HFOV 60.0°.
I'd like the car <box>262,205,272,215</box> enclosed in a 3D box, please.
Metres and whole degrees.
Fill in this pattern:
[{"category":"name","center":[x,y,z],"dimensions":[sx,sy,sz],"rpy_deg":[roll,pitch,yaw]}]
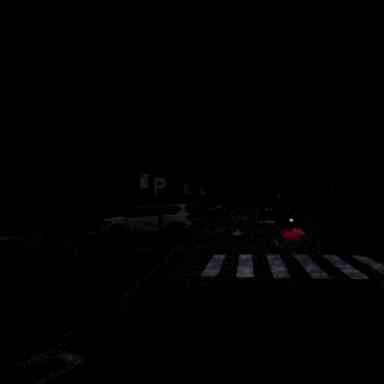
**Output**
[{"category":"car","center":[11.211,2.514,48.118],"dimensions":[2.033,1.411,5.357],"rpy_deg":[-1,-2,8]}]

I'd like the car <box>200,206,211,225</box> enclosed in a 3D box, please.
[{"category":"car","center":[-1.571,2.163,26.191],"dimensions":[5.366,1.575,1.946],"rpy_deg":[-2,-2,-11]}]

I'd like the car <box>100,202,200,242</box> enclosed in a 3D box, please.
[{"category":"car","center":[-2.691,1.791,20.206],"dimensions":[5.566,2.045,2.435],"rpy_deg":[-2,-1,-11]}]

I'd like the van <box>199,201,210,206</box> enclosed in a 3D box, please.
[{"category":"van","center":[-0.963,2.079,32.069],"dimensions":[4.442,1.987,1.878],"rpy_deg":[-2,-1,-11]}]

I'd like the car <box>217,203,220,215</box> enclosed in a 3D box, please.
[{"category":"car","center":[0.542,2.536,40.993],"dimensions":[4.674,1.452,2.002],"rpy_deg":[-2,-2,-11]}]

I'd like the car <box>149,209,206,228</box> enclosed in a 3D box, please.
[{"category":"car","center":[-1.302,2.277,29.125],"dimensions":[4.674,1.452,2.002],"rpy_deg":[-2,-2,-11]}]

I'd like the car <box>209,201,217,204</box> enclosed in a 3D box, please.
[{"category":"car","center":[0.042,2.306,38.031],"dimensions":[4.553,1.767,2.185],"rpy_deg":[-2,-2,-11]}]

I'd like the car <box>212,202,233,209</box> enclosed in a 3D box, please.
[{"category":"car","center":[8.116,3.632,88.475],"dimensions":[5.366,1.575,1.946],"rpy_deg":[-2,-2,-11]}]

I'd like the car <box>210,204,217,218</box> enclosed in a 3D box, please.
[{"category":"car","center":[-0.375,2.365,35.055],"dimensions":[5.008,1.535,2.097],"rpy_deg":[-2,-1,-11]}]

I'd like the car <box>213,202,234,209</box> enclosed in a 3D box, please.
[{"category":"car","center":[8.566,3.708,91.441],"dimensions":[5.366,1.575,1.946],"rpy_deg":[-2,-2,-11]}]

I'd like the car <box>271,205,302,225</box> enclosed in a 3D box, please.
[{"category":"car","center":[8.306,2.047,28.973],"dimensions":[1.837,1.490,4.892],"rpy_deg":[-1,-1,9]}]

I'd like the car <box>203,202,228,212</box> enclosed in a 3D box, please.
[{"category":"car","center":[4.692,2.990,67.685],"dimensions":[4.553,1.767,2.185],"rpy_deg":[-2,-2,-11]}]

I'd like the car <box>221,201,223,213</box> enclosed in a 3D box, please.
[{"category":"car","center":[1.499,2.501,46.929],"dimensions":[4.553,1.767,2.185],"rpy_deg":[-2,-1,-11]}]

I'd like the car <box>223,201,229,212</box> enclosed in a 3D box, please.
[{"category":"car","center":[2.420,2.510,52.874],"dimensions":[5.566,2.045,2.435],"rpy_deg":[-2,-2,-11]}]

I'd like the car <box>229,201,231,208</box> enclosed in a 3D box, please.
[{"category":"car","center":[3.515,2.893,58.828],"dimensions":[5.366,1.575,1.946],"rpy_deg":[-2,-2,-11]}]

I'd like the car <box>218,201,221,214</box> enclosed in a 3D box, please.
[{"category":"car","center":[1.034,2.435,43.965],"dimensions":[4.553,1.767,2.185],"rpy_deg":[-2,-1,-11]}]
